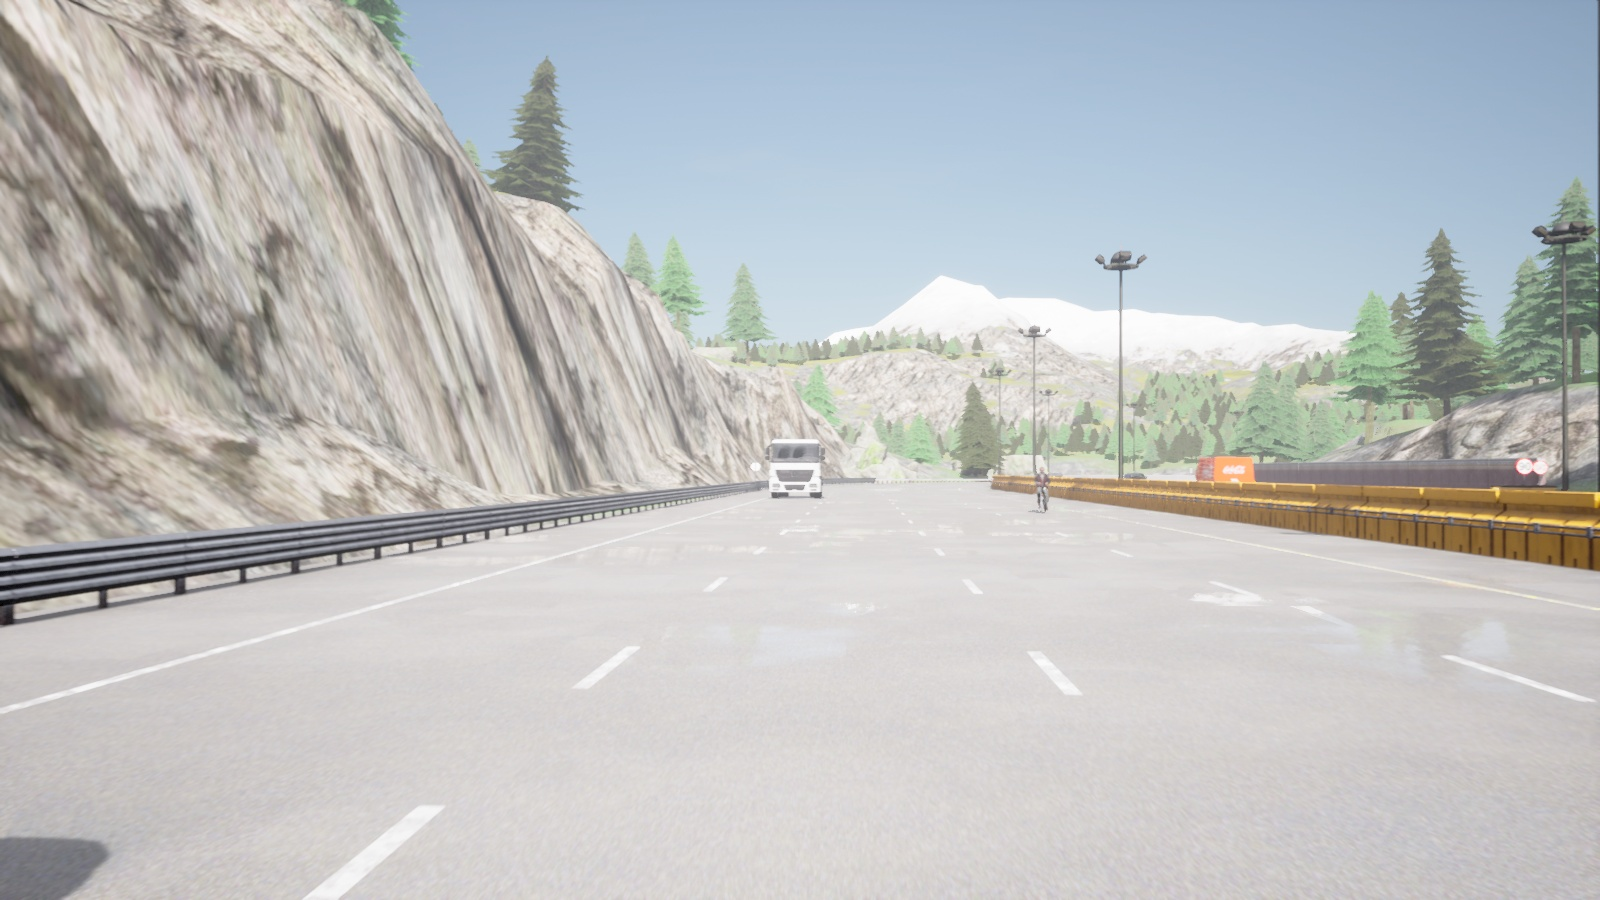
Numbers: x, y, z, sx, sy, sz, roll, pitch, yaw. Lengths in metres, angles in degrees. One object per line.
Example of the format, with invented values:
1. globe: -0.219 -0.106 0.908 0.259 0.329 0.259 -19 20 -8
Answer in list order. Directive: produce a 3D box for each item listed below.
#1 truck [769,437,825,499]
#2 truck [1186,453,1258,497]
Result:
1. truck: -0.101 1.065 73.581 2.891 3.462 7.936 0 -1 2
2. truck: 24.394 1.451 72.829 2.627 2.467 5.204 0 -1 3
